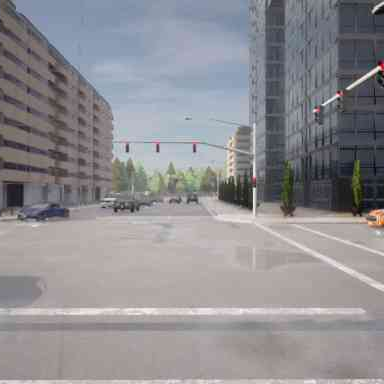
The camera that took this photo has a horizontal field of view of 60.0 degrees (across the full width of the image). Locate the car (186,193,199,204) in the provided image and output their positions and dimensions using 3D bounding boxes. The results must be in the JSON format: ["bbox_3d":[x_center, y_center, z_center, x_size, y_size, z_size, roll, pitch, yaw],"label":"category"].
[{"bbox_3d":[0.078,1.228,63.902,2.150,2.045,5.566,0,0,1],"label":"car"}]

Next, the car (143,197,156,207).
[{"bbox_3d":[-7.273,1.553,51.707,2.033,1.411,5.357,0,0,1],"label":"car"}]

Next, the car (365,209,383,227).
[{"bbox_3d":[13.584,1.410,21.175,4.553,1.767,2.097,0,0,0],"label":"car"}]

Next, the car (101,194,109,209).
[{"bbox_3d":[-10.847,1.228,45.824,2.150,2.045,5.566,0,0,1],"label":"car"}]

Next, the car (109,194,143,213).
[{"bbox_3d":[-7.409,1.225,38.193,2.150,2.045,5.566,0,0,1],"label":"car"}]

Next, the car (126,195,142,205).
[{"bbox_3d":[-10.621,1.359,60.852,2.097,1.767,4.553,0,0,1],"label":"car"}]

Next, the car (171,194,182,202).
[{"bbox_3d":[-3.391,1.363,74.339,2.097,1.767,4.553,0,0,1],"label":"car"}]

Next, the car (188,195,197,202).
[{"bbox_3d":[0.116,1.508,74.615,1.837,1.490,4.892,0,0,1],"label":"car"}]

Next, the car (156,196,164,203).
[{"bbox_3d":[-6.965,1.577,68.666,1.994,1.385,4.181,0,0,1],"label":"car"}]

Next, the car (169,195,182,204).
[{"bbox_3d":[-3.416,1.532,64.322,1.812,1.442,4.674,0,0,1],"label":"car"}]

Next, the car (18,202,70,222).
[{"bbox_3d":[-11.729,1.538,26.712,1.812,1.442,4.674,0,0,15],"label":"car"}]
